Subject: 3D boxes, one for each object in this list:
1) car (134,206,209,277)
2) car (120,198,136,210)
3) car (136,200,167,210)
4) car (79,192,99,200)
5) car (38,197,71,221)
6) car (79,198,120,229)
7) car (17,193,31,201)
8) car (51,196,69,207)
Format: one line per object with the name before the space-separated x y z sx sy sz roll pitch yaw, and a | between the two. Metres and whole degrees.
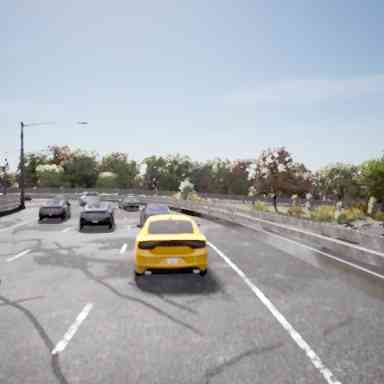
car | -0.691 1.427 10.198 1.882 1.535 5.008 0 1 -6
car | -7.560 1.363 39.447 2.033 1.411 5.357 0 0 -21
car | -2.289 1.446 21.088 2.033 1.411 5.357 0 0 -11
car | -14.541 1.009 46.860 2.150 2.045 5.566 0 0 -26
car | -10.538 1.381 25.767 2.128 1.511 4.902 0 0 -14
car | -5.781 1.399 20.618 2.128 1.511 4.902 0 0 -11
car | -37.284 1.052 73.206 4.553 1.767 2.097 0 0 45
car | -18.967 1.356 47.687 1.994 1.385 4.181 0 0 -28
